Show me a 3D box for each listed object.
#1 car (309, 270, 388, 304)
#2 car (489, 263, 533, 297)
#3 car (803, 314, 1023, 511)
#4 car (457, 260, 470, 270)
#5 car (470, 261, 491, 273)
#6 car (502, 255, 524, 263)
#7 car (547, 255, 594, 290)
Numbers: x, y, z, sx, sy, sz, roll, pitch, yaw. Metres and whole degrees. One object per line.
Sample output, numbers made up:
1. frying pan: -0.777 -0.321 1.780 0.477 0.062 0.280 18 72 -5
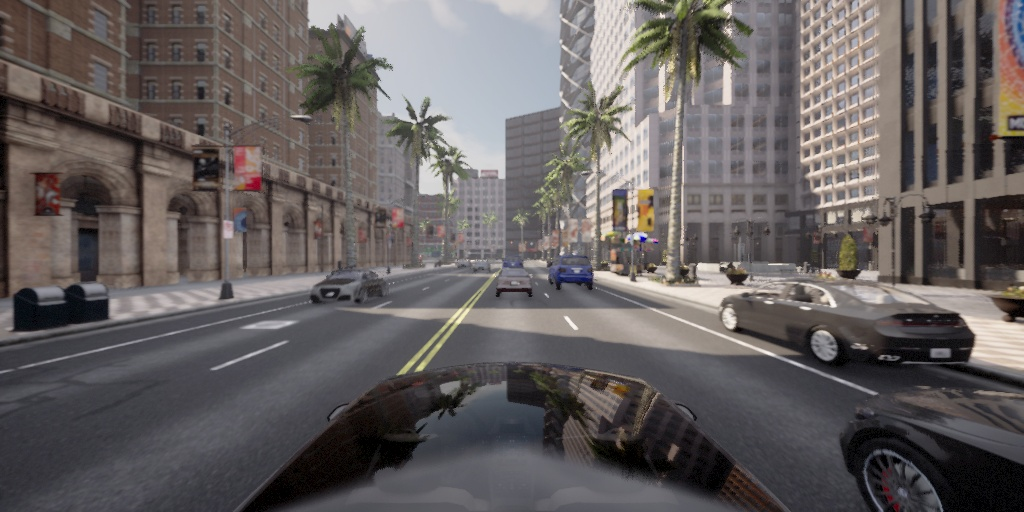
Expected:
1. car: -7.094 1.304 15.975 1.994 1.385 4.181 0 0 0
2. car: 0.103 1.285 18.957 2.033 1.411 5.357 0 0 0
3. car: 3.593 1.276 0.952 1.812 1.442 4.674 0 0 0
4. car: -6.908 1.275 53.145 1.994 1.385 4.181 0 0 1
5. car: -3.543 1.283 43.074 1.994 1.385 4.181 0 0 1
6. car: 0.109 0.944 37.775 2.150 2.045 5.566 0 0 0
7. car: 3.603 0.956 22.540 2.150 2.045 5.566 0 0 0
